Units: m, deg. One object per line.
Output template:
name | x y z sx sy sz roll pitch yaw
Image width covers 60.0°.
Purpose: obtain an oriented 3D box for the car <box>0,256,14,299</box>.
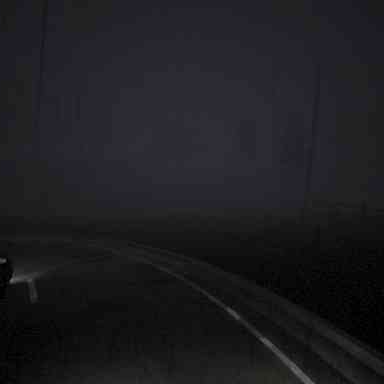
car | -4.355 1.588 5.383 2.033 1.411 5.357 0 0 -19
